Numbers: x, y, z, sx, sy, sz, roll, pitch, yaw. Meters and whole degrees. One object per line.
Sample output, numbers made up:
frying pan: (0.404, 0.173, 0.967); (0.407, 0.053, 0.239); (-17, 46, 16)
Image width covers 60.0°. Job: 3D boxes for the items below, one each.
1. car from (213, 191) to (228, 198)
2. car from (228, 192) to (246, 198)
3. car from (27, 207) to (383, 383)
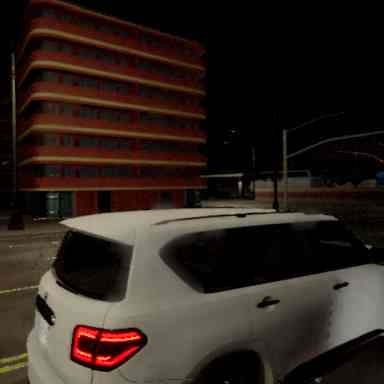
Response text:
car: (7.917, 0.638, 89.665); (4.611, 1.667, 2.242); (-1, 1, -35)
car: (11.883, 0.785, 85.438); (3.806, 1.475, 1.970); (-1, 1, -35)
car: (0.924, 1.221, 4.396); (5.566, 2.045, 2.150); (0, 0, -35)
